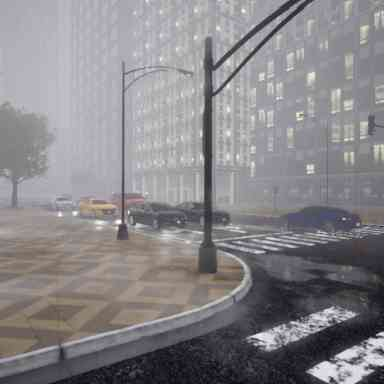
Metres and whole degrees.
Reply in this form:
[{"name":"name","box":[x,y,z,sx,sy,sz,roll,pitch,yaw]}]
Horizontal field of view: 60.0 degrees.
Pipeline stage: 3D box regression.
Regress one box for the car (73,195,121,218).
[{"name":"car","box":[-7.808,1.254,27.371,1.882,1.535,5.008,0,0,-37]}]

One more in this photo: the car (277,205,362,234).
[{"name":"car","box":[7.017,1.458,18.666,1.812,1.442,4.674,0,0,-37]}]

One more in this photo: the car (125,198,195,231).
[{"name":"car","box":[-2.153,1.357,19.777,1.837,1.490,4.892,0,0,-37]}]

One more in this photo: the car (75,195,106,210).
[{"name":"car","box":[-11.679,1.177,38.024,1.882,1.535,5.008,0,0,-37]}]

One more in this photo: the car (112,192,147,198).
[{"name":"car","box":[-5.514,1.008,29.726,2.150,2.045,5.566,0,0,-37]}]

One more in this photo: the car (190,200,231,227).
[{"name":"car","box":[0.421,1.344,21.763,1.882,1.535,5.008,0,0,-37]}]

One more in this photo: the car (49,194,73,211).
[{"name":"car","box":[-13.932,1.216,35.605,1.812,1.442,4.674,0,0,-37]}]
